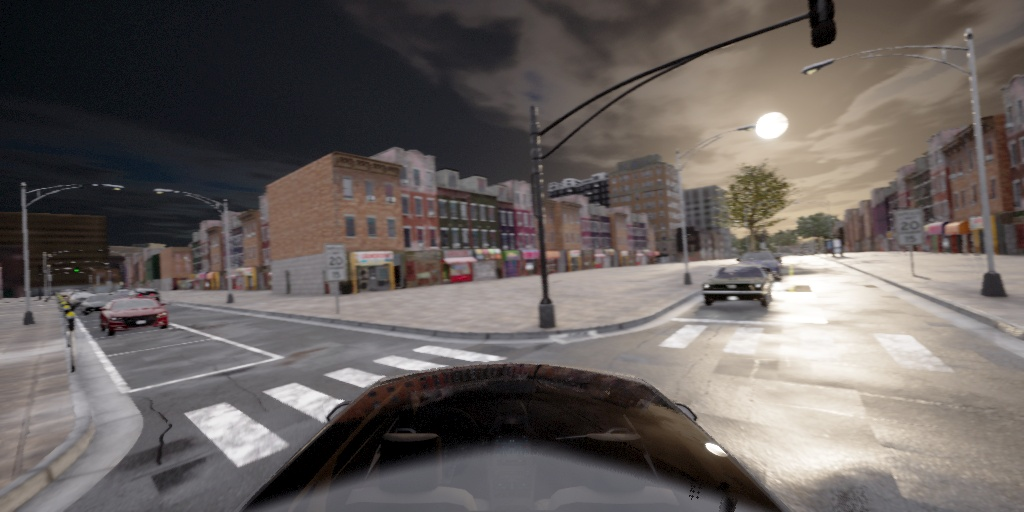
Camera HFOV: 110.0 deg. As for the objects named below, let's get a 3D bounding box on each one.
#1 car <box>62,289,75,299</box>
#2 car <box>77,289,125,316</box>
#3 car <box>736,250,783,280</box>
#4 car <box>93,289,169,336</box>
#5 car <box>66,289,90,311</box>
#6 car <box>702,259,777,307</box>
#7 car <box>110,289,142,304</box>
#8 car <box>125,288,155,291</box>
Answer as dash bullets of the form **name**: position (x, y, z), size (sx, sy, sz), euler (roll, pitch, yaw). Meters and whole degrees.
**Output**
- **car**: position (-43.000, 4.154, 35.890), size (4.553, 1.767, 2.097), euler (-4, -1, 38)
- **car**: position (-28.849, 3.346, 25.250), size (4.313, 1.339, 1.948), euler (0, 0, 38)
- **car**: position (14.690, 0.472, 21.365), size (2.097, 1.767, 4.553), euler (-5, -1, 38)
- **car**: position (-15.908, 2.408, 15.087), size (4.507, 1.381, 1.888), euler (0, 0, 38)
- **car**: position (-37.539, 3.926, 31.560), size (4.674, 1.442, 1.812), euler (-4, -1, 38)
- **car**: position (8.407, 0.995, 13.264), size (1.895, 1.301, 4.718), euler (-5, -1, 38)
- **car**: position (-42.323, 4.375, 39.291), size (4.181, 1.385, 1.994), euler (-4, -1, 38)
- **car**: position (-32.382, 3.587, 31.480), size (4.892, 1.490, 1.837), euler (-5, -1, 38)
